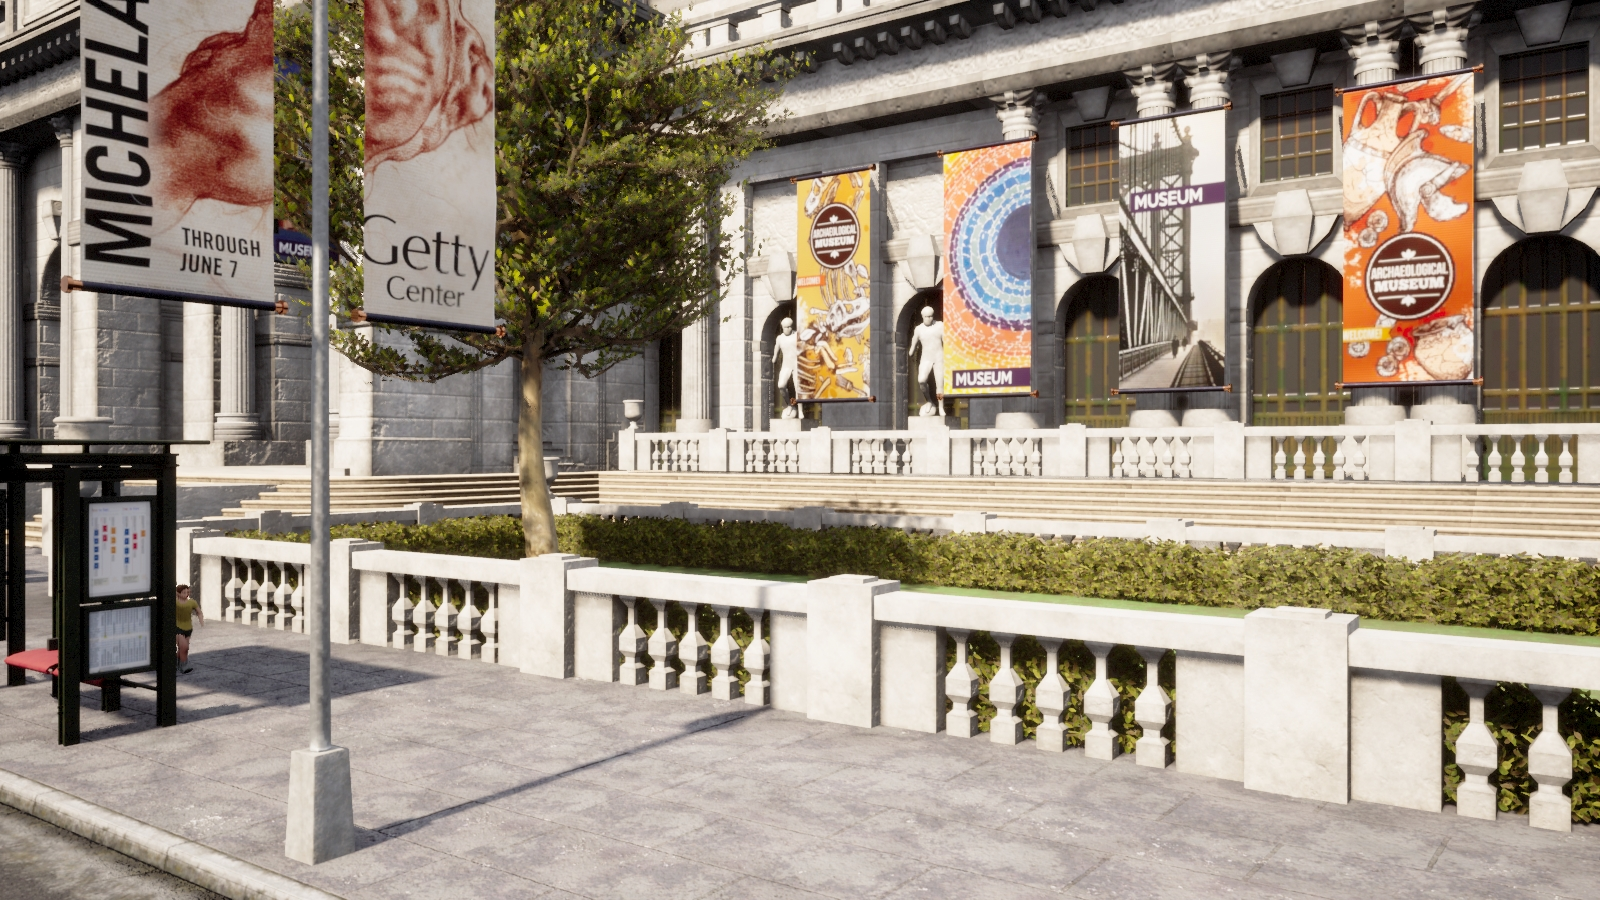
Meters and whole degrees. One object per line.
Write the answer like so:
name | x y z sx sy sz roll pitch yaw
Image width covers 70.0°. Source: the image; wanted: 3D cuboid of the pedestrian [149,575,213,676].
pedestrian | -7.358 2.071 13.585 0.500 1.100 0.500 0 0 35
